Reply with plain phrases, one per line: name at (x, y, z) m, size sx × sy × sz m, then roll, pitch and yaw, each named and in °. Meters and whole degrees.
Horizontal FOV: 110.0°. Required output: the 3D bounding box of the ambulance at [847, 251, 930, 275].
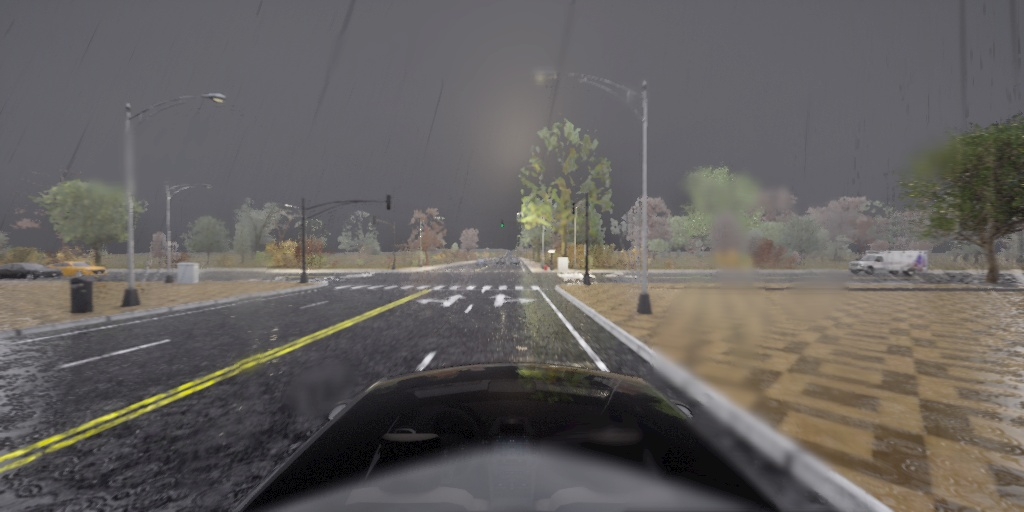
ambulance at (38.380, 0.657, 36.761) m, size 6.366 × 2.431 × 2.351 m, roll 0°, pitch 1°, yaw 3°

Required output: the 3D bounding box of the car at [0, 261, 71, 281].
car at (-42.080, 1.332, 31.159) m, size 5.008 × 1.535 × 1.882 m, roll 0°, pitch 1°, yaw 3°

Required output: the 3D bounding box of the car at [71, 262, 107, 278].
car at (-41.902, 1.282, 34.410) m, size 5.008 × 1.535 × 1.882 m, roll 0°, pitch 1°, yaw 3°
